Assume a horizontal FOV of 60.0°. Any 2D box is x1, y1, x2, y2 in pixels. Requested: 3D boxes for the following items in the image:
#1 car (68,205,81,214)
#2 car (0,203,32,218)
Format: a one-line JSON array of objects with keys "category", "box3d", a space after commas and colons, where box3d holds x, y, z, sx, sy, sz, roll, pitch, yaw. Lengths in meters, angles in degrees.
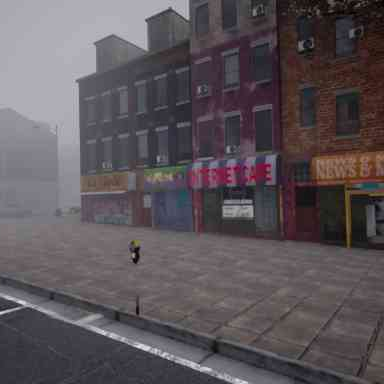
[{"category": "car", "box3d": [-10.771, 1.609, 36.539, 2.033, 1.411, 5.357, -2, -1, 35]}, {"category": "car", "box3d": [-16.226, 1.631, 28.949, 1.994, 1.385, 4.181, -2, -1, 36]}]
